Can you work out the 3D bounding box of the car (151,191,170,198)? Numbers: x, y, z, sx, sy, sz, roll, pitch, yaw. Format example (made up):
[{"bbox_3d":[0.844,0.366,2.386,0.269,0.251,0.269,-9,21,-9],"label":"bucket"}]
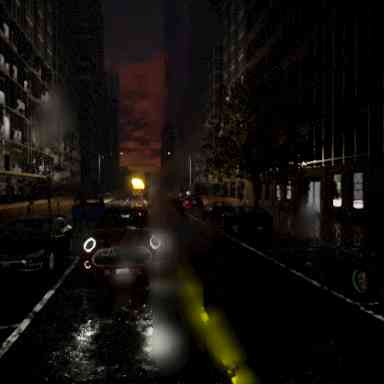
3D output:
[{"bbox_3d":[-4.285,0.961,43.387,1.837,1.490,4.892,0,0,-9],"label":"car"}]

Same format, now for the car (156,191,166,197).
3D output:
[{"bbox_3d":[-7.360,0.544,78.677,1.947,1.339,4.313,0,1,-9],"label":"car"}]

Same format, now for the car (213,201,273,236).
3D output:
[{"bbox_3d":[2.667,1.345,16.873,2.008,1.369,4.403,0,1,-9],"label":"car"}]

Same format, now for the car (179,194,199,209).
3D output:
[{"bbox_3d":[-0.068,1.021,33.728,1.967,1.590,4.097,0,1,-9],"label":"car"}]

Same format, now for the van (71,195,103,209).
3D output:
[{"bbox_3d":[-6.518,1.094,21.152,1.690,1.788,3.998,0,1,-9],"label":"van"}]

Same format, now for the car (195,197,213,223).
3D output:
[{"bbox_3d":[1.755,1.276,22.492,2.008,1.369,4.403,0,1,-9],"label":"car"}]

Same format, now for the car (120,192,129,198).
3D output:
[{"bbox_3d":[-15.634,0.588,77.343,1.802,1.307,4.206,0,1,-9],"label":"car"}]

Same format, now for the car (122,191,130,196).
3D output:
[{"bbox_3d":[-17.457,0.392,88.579,1.887,1.381,4.507,0,1,-9],"label":"car"}]

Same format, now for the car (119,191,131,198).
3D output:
[{"bbox_3d":[-14.722,0.630,71.723,1.887,1.381,4.507,0,1,-9],"label":"car"}]

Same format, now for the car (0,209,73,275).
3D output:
[{"bbox_3d":[-4.695,1.440,9.917,2.008,1.369,4.403,0,1,-9],"label":"car"}]

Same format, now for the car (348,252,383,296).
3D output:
[{"bbox_3d":[4.490,1.508,5.637,1.802,1.307,4.206,0,1,-9],"label":"car"}]

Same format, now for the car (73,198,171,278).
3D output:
[{"bbox_3d":[-1.976,1.237,9.921,2.097,1.767,4.553,0,1,-10],"label":"car"}]

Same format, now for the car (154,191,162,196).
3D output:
[{"bbox_3d":[-9.183,0.385,89.913,1.947,1.339,4.313,0,1,-9],"label":"car"}]

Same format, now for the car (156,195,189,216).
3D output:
[{"bbox_3d":[-1.702,1.191,27.447,1.812,1.442,4.674,0,0,-9],"label":"car"}]
